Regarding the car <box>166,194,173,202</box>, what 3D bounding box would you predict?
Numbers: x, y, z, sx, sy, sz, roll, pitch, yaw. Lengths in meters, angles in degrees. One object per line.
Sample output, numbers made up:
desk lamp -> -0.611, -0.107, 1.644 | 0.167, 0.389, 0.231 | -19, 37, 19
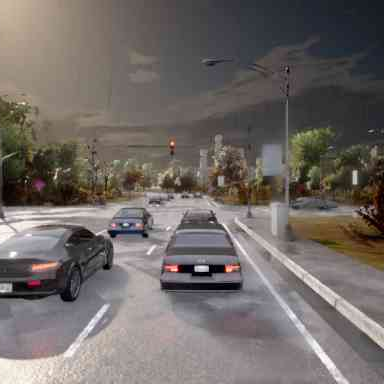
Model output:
car -> -5.655, 1.254, 69.010 | 1.812, 1.442, 4.674 | 0, 0, 1

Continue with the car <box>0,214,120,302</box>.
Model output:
car -> -3.281, 1.515, 8.152 | 1.812, 1.442, 4.674 | 0, 0, 1

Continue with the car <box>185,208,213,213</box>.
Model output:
car -> 0.414, 1.557, 18.539 | 1.895, 1.301, 4.718 | 0, 0, 2

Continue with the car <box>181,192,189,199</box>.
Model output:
car -> -1.826, 1.064, 85.597 | 1.895, 1.301, 4.718 | 0, 1, 1

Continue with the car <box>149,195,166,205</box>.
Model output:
car -> -6.016, 1.353, 55.705 | 2.033, 1.411, 5.357 | 0, 0, 1

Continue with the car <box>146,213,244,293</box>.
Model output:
car -> 0.228, 1.536, 8.989 | 2.033, 1.411, 5.357 | 0, 0, 1

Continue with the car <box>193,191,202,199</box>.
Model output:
car -> 1.679, 0.994, 85.845 | 1.812, 1.442, 4.674 | 0, 1, 1

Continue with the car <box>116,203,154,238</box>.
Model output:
car -> -3.090, 1.508, 17.477 | 2.033, 1.411, 5.357 | 0, 0, -2

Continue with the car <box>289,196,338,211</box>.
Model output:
car -> 14.169, 1.421, 38.893 | 5.357, 1.411, 2.033 | 0, 0, -2
